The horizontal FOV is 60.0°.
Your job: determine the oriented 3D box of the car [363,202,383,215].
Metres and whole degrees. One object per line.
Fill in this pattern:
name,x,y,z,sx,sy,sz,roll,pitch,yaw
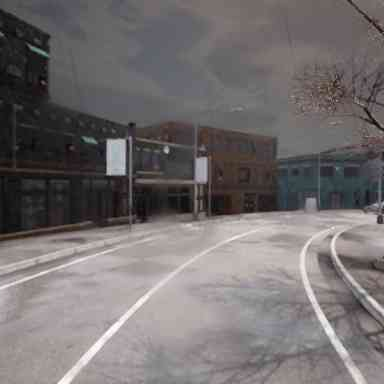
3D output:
car,22.284,1.869,39.091,4.674,1.442,1.812,1,0,-24
